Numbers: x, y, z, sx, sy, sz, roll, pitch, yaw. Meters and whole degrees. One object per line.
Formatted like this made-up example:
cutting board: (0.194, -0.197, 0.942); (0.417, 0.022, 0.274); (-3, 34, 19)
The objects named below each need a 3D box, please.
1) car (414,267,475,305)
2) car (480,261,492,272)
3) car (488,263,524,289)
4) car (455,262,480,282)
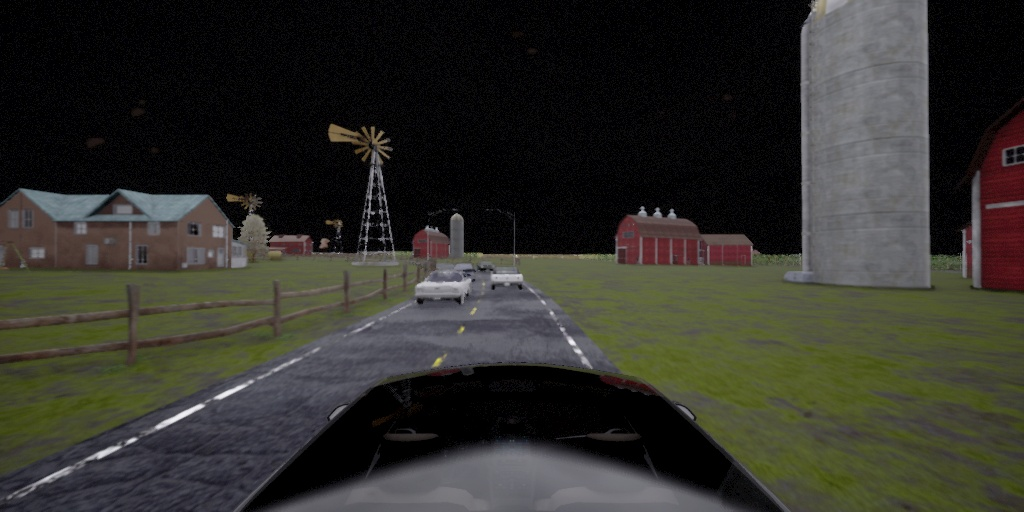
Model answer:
car: (-2.925, 1.326, 16.042); (1.895, 1.301, 4.718); (0, 0, -1)
car: (-3.204, 1.262, 42.421); (1.895, 1.301, 4.718); (0, 0, -12)
car: (-0.407, 1.312, 22.547); (1.895, 1.301, 4.718); (0, 0, -4)
car: (-3.757, 1.242, 28.267); (2.033, 1.411, 5.357); (0, 0, -5)
